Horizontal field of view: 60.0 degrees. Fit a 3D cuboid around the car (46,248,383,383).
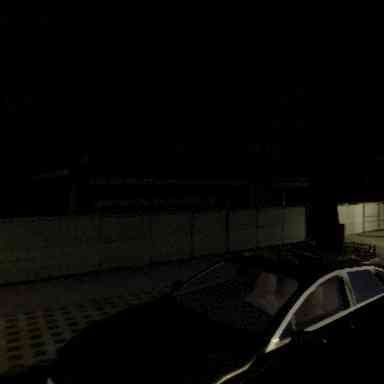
[{"bbox_3d":[0.961,1.493,3.811,4.902,1.511,2.128,0,0,-36],"label":"car"}]
